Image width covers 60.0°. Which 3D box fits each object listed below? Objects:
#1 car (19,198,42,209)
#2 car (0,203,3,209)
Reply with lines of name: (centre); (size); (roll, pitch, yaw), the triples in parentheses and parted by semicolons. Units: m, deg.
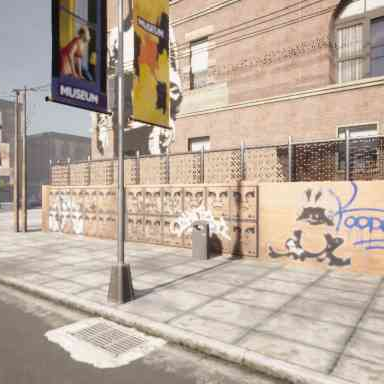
car: (-21.637, 1.526, 44.700); (1.812, 1.442, 4.674); (0, 0, 15)
car: (-25.905, 1.526, 41.576); (1.812, 1.442, 4.674); (0, 0, 8)
